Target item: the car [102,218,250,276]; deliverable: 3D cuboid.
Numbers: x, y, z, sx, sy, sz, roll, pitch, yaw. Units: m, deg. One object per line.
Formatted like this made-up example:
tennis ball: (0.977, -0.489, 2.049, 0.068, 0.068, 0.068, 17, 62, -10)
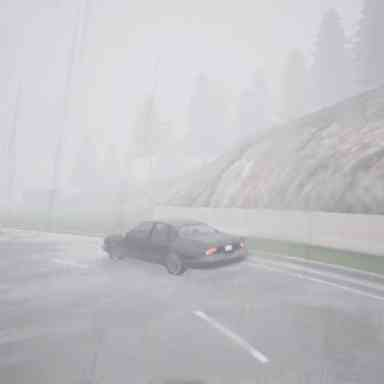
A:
car: (-0.785, 1.546, 10.459, 2.033, 1.411, 5.357, -2, 0, -44)
